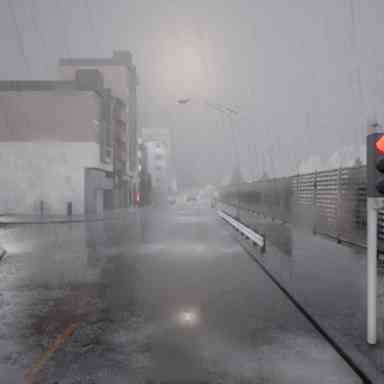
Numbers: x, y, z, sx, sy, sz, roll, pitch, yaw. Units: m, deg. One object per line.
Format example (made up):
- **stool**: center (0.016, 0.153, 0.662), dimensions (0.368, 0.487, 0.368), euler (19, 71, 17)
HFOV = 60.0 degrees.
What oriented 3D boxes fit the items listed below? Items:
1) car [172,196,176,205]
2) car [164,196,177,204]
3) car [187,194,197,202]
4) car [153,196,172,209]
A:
- **car**: center (-4.113, 1.455, 54.579), dimensions (1.882, 1.535, 5.008), euler (0, 0, 0)
- **car**: center (-4.077, 1.465, 64.827), dimensions (2.128, 1.511, 4.902), euler (0, 0, 0)
- **car**: center (-0.038, 1.323, 76.615), dimensions (2.097, 1.767, 4.553), euler (0, 0, 0)
- **car**: center (-4.116, 1.486, 44.346), dimensions (1.837, 1.490, 4.892), euler (0, 0, 0)
